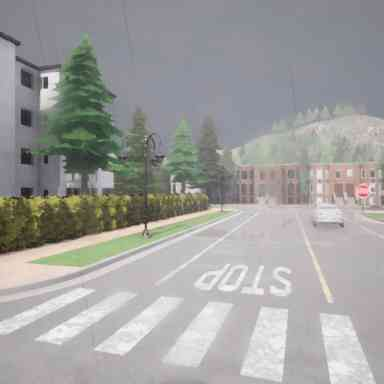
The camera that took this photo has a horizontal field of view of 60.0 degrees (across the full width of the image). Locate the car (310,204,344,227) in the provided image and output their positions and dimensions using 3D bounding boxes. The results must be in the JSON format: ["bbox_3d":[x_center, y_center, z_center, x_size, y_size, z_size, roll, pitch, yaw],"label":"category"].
[{"bbox_3d":[9.145,1.525,22.727,1.812,1.442,4.674,0,0,17],"label":"car"}]
